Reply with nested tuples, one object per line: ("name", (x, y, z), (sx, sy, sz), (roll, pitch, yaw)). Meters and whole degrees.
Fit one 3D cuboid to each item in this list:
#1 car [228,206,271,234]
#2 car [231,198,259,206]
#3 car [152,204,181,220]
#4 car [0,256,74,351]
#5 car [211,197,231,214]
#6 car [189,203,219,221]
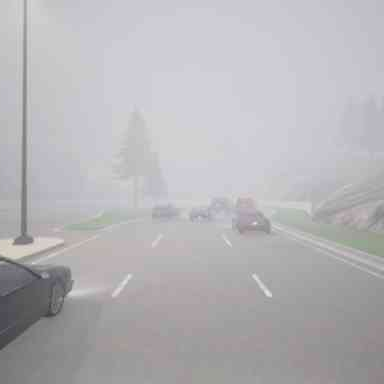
("car", (3.683, 1.794, 21.182), (1.994, 1.385, 4.181), (0, -1, 1))
("car", (6.096, 1.623, 36.840), (2.150, 2.045, 5.566), (0, 0, 16))
("car", (-2.359, 1.835, 31.645), (2.128, 1.511, 4.902), (0, -1, 11))
("car", (-3.399, 1.598, 4.553), (2.033, 1.411, 5.357), (0, -1, 0))
("car", (3.769, 1.673, 41.366), (2.150, 2.045, 5.566), (0, 0, 16))
("car", (1.031, 1.932, 30.515), (1.895, 1.301, 4.718), (0, -1, 10))
